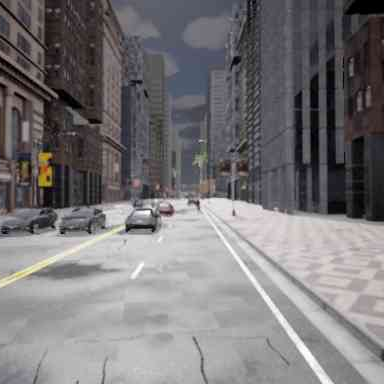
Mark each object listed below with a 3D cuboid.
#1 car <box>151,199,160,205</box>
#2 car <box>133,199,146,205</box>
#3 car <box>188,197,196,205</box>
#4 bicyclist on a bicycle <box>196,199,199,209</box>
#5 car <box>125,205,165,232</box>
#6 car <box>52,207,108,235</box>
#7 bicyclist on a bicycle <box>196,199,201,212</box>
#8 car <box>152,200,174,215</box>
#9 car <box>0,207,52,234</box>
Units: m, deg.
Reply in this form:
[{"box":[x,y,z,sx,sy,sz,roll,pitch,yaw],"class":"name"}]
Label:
[{"box":[-6.523,2.098,61.692,2.128,1.511,4.902,0,0,0],"class":"car"},{"box":[-9.772,2.116,61.630,1.837,1.490,4.892,0,0,0],"class":"car"},{"box":[-0.003,2.198,77.098,1.837,1.490,4.892,0,0,0],"class":"car"},{"box":[0.895,1.984,54.214,0.582,1.620,1.656,0,-1,0],"class":"bicyclist on a bicycle"},{"box":[-3.150,1.788,22.116,1.994,1.385,4.181,0,-1,0],"class":"car"},{"box":[-6.600,1.714,20.597,1.837,1.490,4.892,0,-1,0],"class":"car"},{"box":[0.892,1.817,45.210,0.659,1.776,1.843,0,0,0],"class":"bicyclist on a bicycle"},{"box":[-3.150,1.952,39.038,1.994,1.385,4.181,0,-1,0],"class":"car"},{"box":[-9.850,1.714,20.594,1.837,1.490,4.892,0,-1,0],"class":"car"}]
